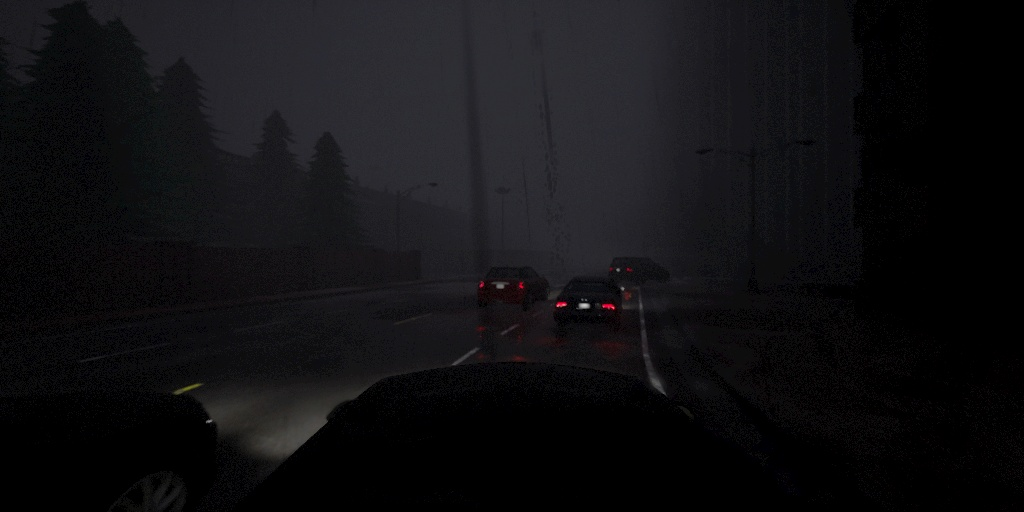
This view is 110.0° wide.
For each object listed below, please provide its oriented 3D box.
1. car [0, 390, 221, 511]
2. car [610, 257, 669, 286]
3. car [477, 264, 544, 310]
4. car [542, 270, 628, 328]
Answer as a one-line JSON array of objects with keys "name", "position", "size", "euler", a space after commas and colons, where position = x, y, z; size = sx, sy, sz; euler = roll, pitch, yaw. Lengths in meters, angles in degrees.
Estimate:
[{"name": "car", "position": [-3.197, 1.248, 0.772], "size": [1.837, 1.490, 4.892], "euler": [0, 0, 1]}, {"name": "car", "position": [9.619, 1.104, 27.092], "size": [5.566, 2.045, 2.150], "euler": [1, -2, -39]}, {"name": "car", "position": [0.205, 1.164, 15.415], "size": [2.097, 1.767, 4.553], "euler": [0, 0, 18]}, {"name": "car", "position": [2.610, 1.347, 11.682], "size": [2.033, 1.411, 5.357], "euler": [0, 0, 17]}]
